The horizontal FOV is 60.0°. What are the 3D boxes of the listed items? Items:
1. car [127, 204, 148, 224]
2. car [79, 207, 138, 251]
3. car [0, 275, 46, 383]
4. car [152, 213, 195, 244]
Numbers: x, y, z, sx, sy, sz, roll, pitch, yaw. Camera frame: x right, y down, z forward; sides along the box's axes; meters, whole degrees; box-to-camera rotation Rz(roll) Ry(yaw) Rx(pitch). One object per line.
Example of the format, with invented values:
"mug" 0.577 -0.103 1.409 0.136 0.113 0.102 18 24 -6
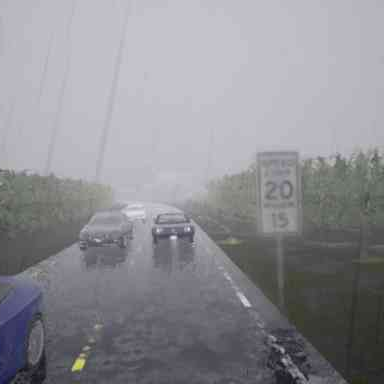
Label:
"car" -4.634 1.756 27.209 1.812 1.442 4.674 -2 0 -4
"car" -3.776 1.675 15.268 1.837 1.490 4.892 -2 -1 -4
"car" -2.854 1.627 3.034 1.812 1.442 4.674 -2 0 -5
"car" -0.976 1.683 16.531 1.895 1.301 4.718 -2 0 -5
